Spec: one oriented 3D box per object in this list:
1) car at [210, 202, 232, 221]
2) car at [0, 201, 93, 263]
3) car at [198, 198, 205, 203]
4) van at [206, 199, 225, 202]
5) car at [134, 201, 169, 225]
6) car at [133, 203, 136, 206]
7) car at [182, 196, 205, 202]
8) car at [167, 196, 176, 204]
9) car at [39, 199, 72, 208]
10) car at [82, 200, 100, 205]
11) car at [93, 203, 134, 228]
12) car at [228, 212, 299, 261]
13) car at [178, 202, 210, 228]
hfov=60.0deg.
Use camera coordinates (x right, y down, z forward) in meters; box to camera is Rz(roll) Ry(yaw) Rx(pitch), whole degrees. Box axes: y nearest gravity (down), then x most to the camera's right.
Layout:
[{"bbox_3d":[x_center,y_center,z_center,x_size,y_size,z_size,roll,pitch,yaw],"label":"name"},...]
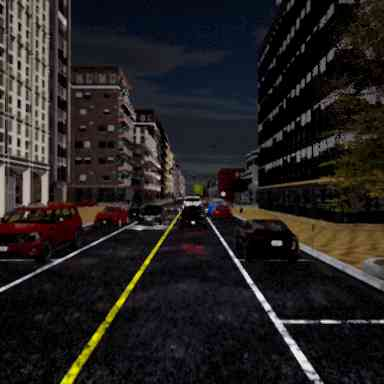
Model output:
[{"bbox_3d":[2.662,1.814,29.575,1.802,1.307,4.206,0,0,0],"label":"car"},{"bbox_3d":[-5.684,1.412,12.537,2.192,1.841,5.009,0,0,0],"label":"car"},{"bbox_3d":[2.697,2.355,91.127,1.802,1.307,4.206,0,-1,0],"label":"car"},{"bbox_3d":[2.663,1.619,35.266,1.690,1.788,3.998,0,0,0],"label":"van"},{"bbox_3d":[-3.097,1.733,26.511,1.812,1.442,4.674,0,0,0],"label":"car"},{"bbox_3d":[-5.685,1.845,35.290,1.947,1.339,4.313,0,0,0],"label":"car"},{"bbox_3d":[0.075,1.523,38.367,2.150,2.045,5.566,0,-1,0],"label":"car"},{"bbox_3d":[-5.684,2.245,85.418,1.752,1.417,4.829,0,-1,0],"label":"car"},{"bbox_3d":[-22.955,1.911,56.064,4.829,1.417,1.752,0,-1,0],"label":"car"},{"bbox_3d":[-17.463,1.978,56.076,4.206,1.307,1.802,0,-1,0],"label":"car"},{"bbox_3d":[-5.685,1.731,23.913,1.887,1.381,4.507,0,0,0],"label":"car"},{"bbox_3d":[2.662,1.662,12.509,1.947,1.339,4.313,0,0,0],"label":"car"},{"bbox_3d":[0.086,1.689,23.491,1.837,1.490,4.892,0,0,0],"label":"car"}]
